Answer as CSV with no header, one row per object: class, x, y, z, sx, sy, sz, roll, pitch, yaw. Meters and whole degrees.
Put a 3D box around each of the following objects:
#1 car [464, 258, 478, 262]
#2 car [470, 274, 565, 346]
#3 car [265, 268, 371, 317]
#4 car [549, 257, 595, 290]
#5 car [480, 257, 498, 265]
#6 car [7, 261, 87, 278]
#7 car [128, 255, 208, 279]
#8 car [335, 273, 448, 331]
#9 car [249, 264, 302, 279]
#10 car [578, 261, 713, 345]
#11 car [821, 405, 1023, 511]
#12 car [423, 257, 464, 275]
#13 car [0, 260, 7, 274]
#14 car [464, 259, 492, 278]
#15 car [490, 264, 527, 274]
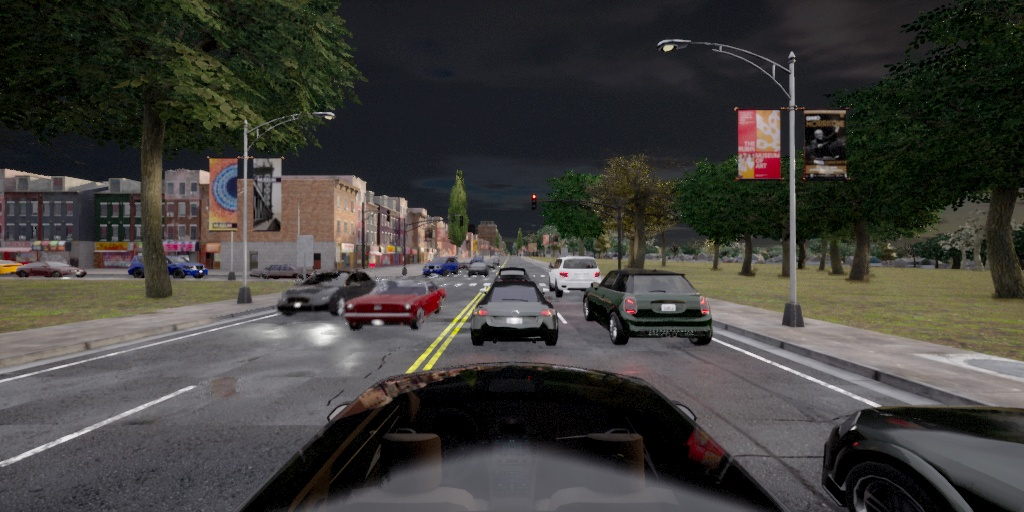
car,-6.674,1.376,53.039,1.994,1.385,4.181,0,1,0
car,0.063,1.332,9.497,1.994,1.385,4.181,0,0,0
car,-6.618,1.297,13.489,1.837,1.490,4.892,0,-1,0
car,3.268,1.053,19.407,2.150,2.045,5.566,0,0,0
car,-3.425,1.316,53.542,1.837,1.490,4.892,0,0,0
car,-39.734,1.193,30.927,4.674,1.442,1.812,0,0,0
car,-29.607,0.962,30.927,5.566,2.045,2.150,0,0,0
car,-3.364,1.377,11.198,1.895,1.301,4.718,0,0,0
car,-19.419,1.381,30.892,5.357,1.411,2.033,1,0,-3
car,3.315,1.121,9.693,2.097,1.767,4.553,0,0,0
car,3.341,1.314,0.966,1.994,1.385,4.181,0,0,0
car,-7.481,1.106,38.718,2.150,2.045,5.566,1,0,13
car,-48.956,1.117,33.807,5.008,1.535,1.882,0,0,0
car,-3.400,1.361,36.922,1.882,1.535,5.008,0,0,0
car,0.018,1.330,18.409,1.837,1.490,4.892,0,0,0
